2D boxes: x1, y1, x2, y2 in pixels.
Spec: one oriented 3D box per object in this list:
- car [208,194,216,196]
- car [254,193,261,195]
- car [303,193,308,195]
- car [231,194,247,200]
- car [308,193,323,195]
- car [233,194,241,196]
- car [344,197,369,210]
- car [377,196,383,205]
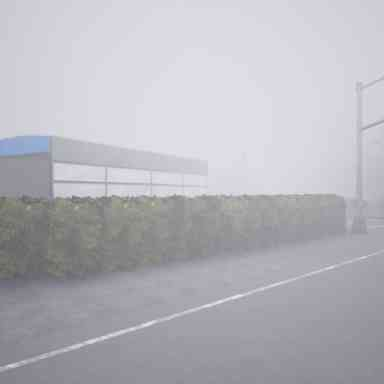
[{"bbox_3d":[4.546,1.298,85.242,4.514,1.523,2.007,0,0,-41],"label":"car"},{"bbox_3d":[16.693,1.154,82.340,5.027,1.636,2.152,0,0,-41],"label":"car"},{"bbox_3d":[24.982,1.077,72.595,3.866,1.878,1.905,0,0,-41],"label":"car"},{"bbox_3d":[12.288,1.232,87.019,3.806,1.475,1.970,0,0,-41],"label":"car"},{"bbox_3d":[27.179,1.097,70.648,4.605,1.855,1.932,0,0,-41],"label":"car"},{"bbox_3d":[8.946,1.298,63.519,4.514,1.523,2.007,0,0,-41],"label":"car"},{"bbox_3d":[19.290,1.340,39.529,4.514,1.523,2.007,0,0,-41],"label":"car"},{"bbox_3d":[31.531,1.384,53.866,3.806,1.475,1.970,0,0,-41],"label":"car"}]
